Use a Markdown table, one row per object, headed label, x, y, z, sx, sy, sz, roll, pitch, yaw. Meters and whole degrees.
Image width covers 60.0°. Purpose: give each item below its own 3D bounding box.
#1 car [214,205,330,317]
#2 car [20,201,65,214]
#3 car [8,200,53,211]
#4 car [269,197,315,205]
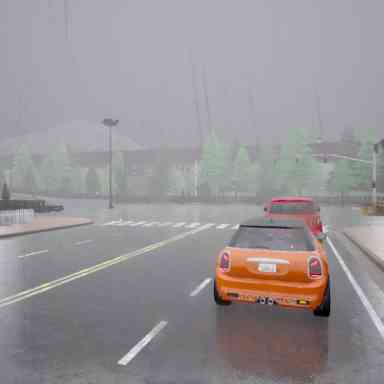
| label | x | y | z | sx | sy | sz | roll | pitch | yaw |
| --- | --- | --- | --- | --- | --- | --- | --- | --- | --- |
| car | 2.025 | 1.352 | 7.855 | 2.097 | 1.767 | 4.553 | 0 | 0 | 19 |
| car | -16.028 | 1.597 | 35.322 | 4.718 | 1.301 | 1.895 | 0 | 0 | 16 |
| car | -19.371 | 1.590 | 39.933 | 4.718 | 1.301 | 1.895 | 0 | 0 | 16 |
| car | 4.220 | 1.221 | 14.123 | 2.150 | 2.045 | 5.566 | 0 | 0 | 16 |
